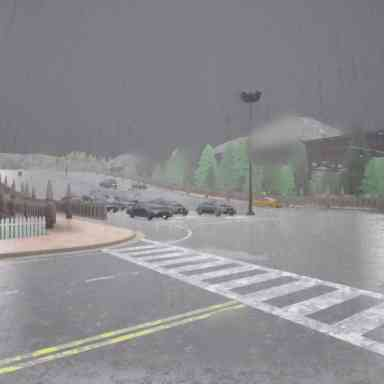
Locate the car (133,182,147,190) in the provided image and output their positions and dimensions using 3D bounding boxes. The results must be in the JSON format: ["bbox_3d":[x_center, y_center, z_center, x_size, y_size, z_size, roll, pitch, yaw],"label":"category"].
[{"bbox_3d":[-11.821,-1.388,73.982,1.837,1.490,4.892,0,7,-37],"label":"car"}]

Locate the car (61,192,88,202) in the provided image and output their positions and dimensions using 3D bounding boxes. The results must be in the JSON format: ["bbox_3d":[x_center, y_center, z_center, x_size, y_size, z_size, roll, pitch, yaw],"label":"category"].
[{"bbox_3d":[-16.050,0.904,44.504,1.837,1.490,4.892,0,4,-37],"label":"car"}]

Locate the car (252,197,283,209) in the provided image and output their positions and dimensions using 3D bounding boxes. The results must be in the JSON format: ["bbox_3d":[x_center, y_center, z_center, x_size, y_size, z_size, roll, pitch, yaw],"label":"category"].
[{"bbox_3d":[9.988,1.464,45.213,1.882,1.535,5.008,0,0,-37],"label":"car"}]

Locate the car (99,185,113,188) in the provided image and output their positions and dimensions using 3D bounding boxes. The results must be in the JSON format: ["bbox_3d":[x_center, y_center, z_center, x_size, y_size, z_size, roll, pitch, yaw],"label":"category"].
[{"bbox_3d":[-15.404,0.170,55.381,1.837,1.490,4.892,0,6,-37],"label":"car"}]

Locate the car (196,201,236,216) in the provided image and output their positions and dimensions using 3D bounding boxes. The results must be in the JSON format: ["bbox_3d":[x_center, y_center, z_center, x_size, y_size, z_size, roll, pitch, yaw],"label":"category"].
[{"bbox_3d":[2.266,1.558,31.909,1.994,1.385,4.181,0,0,-37],"label":"car"}]

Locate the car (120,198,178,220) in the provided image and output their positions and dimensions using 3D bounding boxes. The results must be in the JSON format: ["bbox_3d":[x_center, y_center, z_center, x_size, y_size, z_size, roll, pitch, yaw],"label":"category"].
[{"bbox_3d":[-3.781,1.543,28.292,2.033,1.411,5.357,0,0,-37],"label":"car"}]

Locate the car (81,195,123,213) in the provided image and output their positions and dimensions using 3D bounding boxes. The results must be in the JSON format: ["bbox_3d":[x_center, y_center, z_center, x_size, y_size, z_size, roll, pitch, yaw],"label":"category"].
[{"bbox_3d":[-9.858,1.451,36.298,2.033,1.411,5.357,0,2,-37],"label":"car"}]

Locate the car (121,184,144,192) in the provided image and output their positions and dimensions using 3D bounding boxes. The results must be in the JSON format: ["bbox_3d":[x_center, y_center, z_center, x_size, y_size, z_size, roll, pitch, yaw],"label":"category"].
[{"bbox_3d":[-11.465,-0.063,62.020,1.895,1.301,4.718,0,7,-37],"label":"car"}]

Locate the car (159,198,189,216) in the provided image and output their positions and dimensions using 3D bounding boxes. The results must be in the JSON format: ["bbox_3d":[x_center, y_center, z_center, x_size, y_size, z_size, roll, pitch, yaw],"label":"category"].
[{"bbox_3d":[-2.152,1.555,31.937,1.994,1.385,4.181,0,0,-37],"label":"car"}]

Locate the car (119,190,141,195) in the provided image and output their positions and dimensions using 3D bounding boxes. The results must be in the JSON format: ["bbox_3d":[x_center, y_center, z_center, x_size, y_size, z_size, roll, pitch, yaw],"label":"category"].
[{"bbox_3d":[-9.273,1.008,47.148,1.882,1.535,5.008,0,4,-37],"label":"car"}]

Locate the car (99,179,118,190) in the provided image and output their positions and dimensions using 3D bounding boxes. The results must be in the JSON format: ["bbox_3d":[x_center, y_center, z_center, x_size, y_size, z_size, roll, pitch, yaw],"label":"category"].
[{"bbox_3d":[-17.587,-1.706,70.043,2.150,2.045,5.566,0,7,-37],"label":"car"}]

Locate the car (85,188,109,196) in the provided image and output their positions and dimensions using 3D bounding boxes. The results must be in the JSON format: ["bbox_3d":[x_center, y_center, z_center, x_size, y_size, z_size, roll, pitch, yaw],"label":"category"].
[{"bbox_3d":[-14.190,0.635,47.859,2.097,1.767,4.553,0,4,-37],"label":"car"}]

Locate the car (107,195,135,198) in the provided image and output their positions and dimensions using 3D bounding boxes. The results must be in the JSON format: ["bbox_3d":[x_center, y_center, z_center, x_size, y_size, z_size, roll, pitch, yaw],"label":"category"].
[{"bbox_3d":[-8.159,1.412,39.854,1.994,1.385,4.181,0,2,-37],"label":"car"}]
